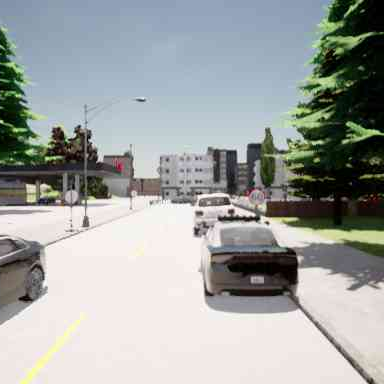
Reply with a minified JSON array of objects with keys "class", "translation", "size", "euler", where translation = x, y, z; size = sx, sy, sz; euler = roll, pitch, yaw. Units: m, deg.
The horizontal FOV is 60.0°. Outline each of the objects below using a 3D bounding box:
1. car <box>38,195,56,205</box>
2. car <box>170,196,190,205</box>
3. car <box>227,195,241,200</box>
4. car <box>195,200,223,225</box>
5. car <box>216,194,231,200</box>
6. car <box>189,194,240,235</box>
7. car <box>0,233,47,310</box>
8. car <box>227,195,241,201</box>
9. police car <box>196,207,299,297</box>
[{"class":"car","translation":[-23.928,1.317,54.791],"size":[1.845,1.501,3.633],"euler":[0,0,0]},{"class":"car","translation":[-1.909,1.465,58.100],"size":[1.994,1.385,4.181],"euler":[0,0,36]},{"class":"car","translation":[11.090,1.363,87.361],"size":[1.853,1.218,4.536],"euler":[0,0,30]},{"class":"car","translation":[1.187,1.412,24.793],"size":[1.801,1.575,5.366],"euler":[0,0,0]},{"class":"car","translation":[8.319,1.276,87.750],"size":[3.633,1.501,1.845],"euler":[0,0,11]},{"class":"car","translation":[1.134,1.141,18.633],"size":[2.150,2.045,5.566],"euler":[-3,0,0]},{"class":"car","translation":[-4.098,1.483,5.401],"size":[2.128,1.511,4.902],"euler":[0,0,0]},{"class":"car","translation":[11.116,1.520,87.406],"size":[2.038,1.542,4.974],"euler":[0,0,30]},{"class":"police car","translation":[1.202,1.410,8.713],"size":[1.930,1.638,5.238],"euler":[0,0,0]}]
